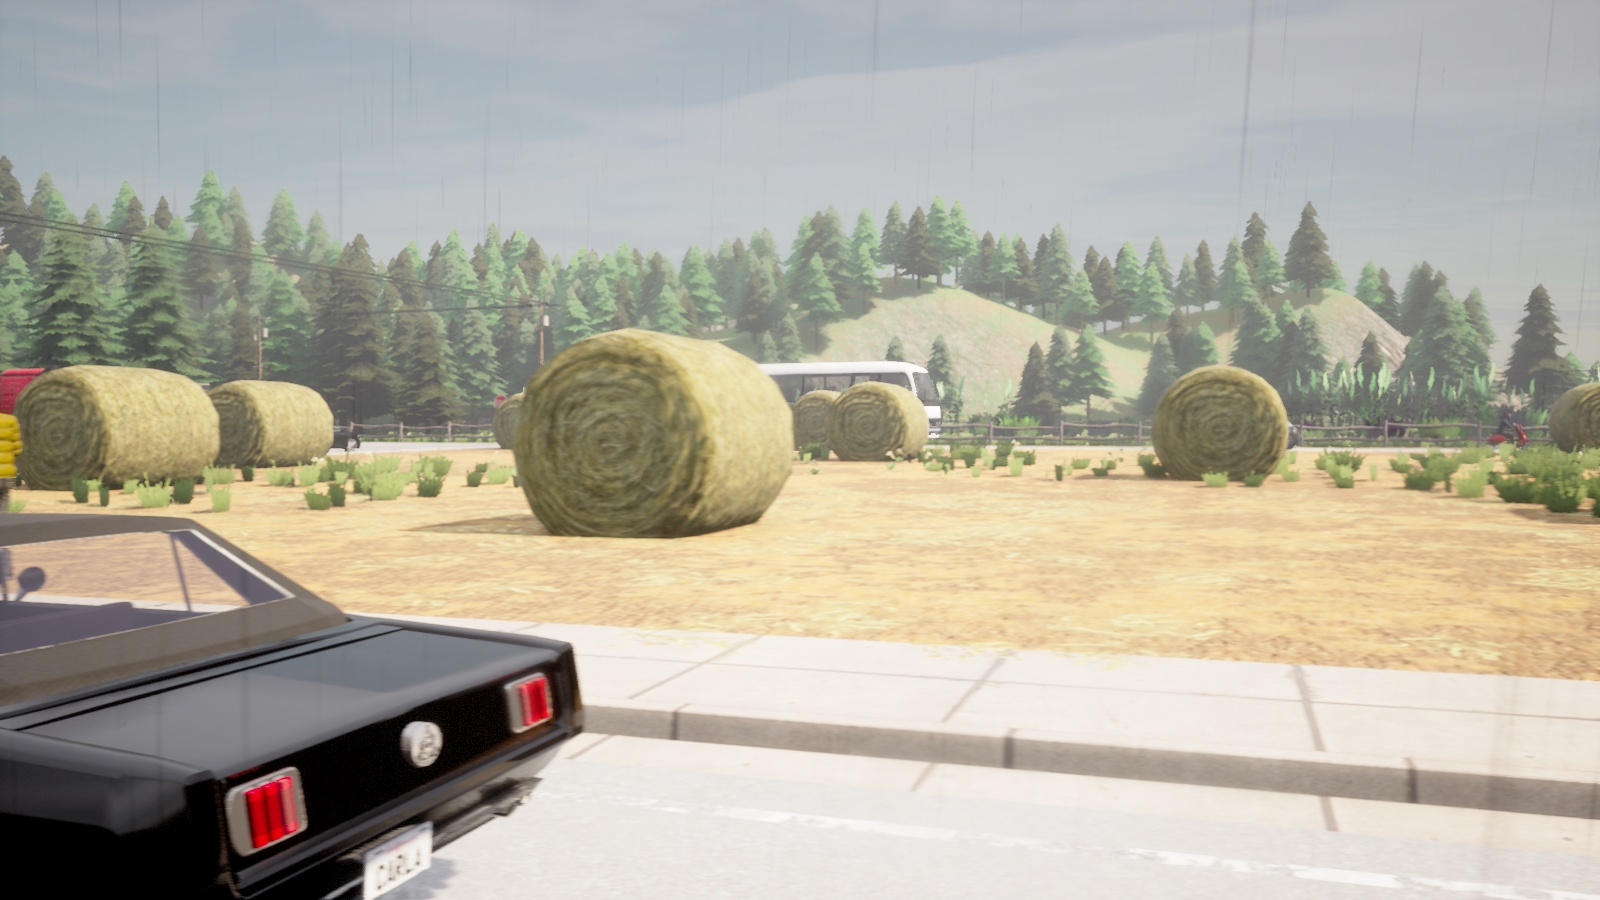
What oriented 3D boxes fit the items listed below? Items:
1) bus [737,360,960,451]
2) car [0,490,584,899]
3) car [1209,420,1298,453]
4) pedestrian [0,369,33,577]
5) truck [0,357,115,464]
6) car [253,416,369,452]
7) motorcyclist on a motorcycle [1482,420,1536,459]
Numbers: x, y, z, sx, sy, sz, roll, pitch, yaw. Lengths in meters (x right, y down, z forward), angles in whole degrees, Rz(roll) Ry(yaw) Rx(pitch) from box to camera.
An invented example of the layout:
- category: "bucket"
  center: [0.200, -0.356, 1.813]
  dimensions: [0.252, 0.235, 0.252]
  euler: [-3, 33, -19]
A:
- category: "bus"
  center: [2.384, -2.176, 62.207]
  dimensions: [10.273, 4.253, 3.944]
  euler: [1, 2, 22]
- category: "car"
  center: [-3.300, 0.847, 4.287]
  dimensions: [4.718, 1.301, 1.895]
  euler: [1, 2, 18]
- category: "car"
  center: [21.081, -0.652, 58.342]
  dimensions: [3.806, 1.475, 1.970]
  euler: [1, 2, 22]
- category: "pedestrian"
  center: [-7.358, 0.197, 11.305]
  dimensions: [0.709, 1.840, 0.431]
  euler: [1, 2, 24]
- category: "truck"
  center: [-27.074, -1.307, 41.441]
  dimensions: [2.891, 3.462, 7.936]
  euler: [1, 2, 20]
- category: "car"
  center: [-21.814, -0.747, 56.278]
  dimensions: [2.128, 1.511, 4.902]
  euler: [1, 2, 20]
- category: "motorcyclist on a motorcycle"
  center: [28.957, -0.443, 51.323]
  dimensions: [1.817, 1.590, 0.866]
  euler: [1, 2, 22]
